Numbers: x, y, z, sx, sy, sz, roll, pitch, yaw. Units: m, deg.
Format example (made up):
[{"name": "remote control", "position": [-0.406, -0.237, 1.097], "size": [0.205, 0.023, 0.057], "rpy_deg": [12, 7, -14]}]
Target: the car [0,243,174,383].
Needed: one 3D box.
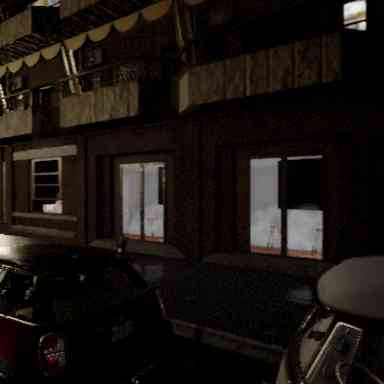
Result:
[{"name": "car", "position": [-2.314, 1.418, 4.411], "size": [4.097, 1.590, 1.967], "rpy_deg": [0, 0, 34]}]

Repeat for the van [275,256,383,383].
[{"name": "van", "position": [2.288, 1.327, 1.339], "size": [3.998, 1.788, 1.690], "rpy_deg": [0, 0, 34]}]
